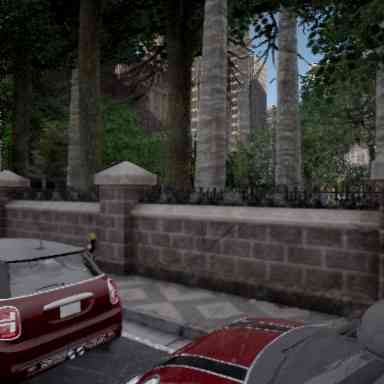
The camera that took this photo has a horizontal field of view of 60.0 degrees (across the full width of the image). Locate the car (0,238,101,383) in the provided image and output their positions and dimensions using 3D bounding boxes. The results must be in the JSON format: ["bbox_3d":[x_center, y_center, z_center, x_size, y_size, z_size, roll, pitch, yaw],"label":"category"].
[{"bbox_3d":[-3.044,1.436,5.134,4.097,1.590,1.967,0,0,36],"label":"car"}]

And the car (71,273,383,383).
[{"bbox_3d":[1.399,1.440,1.965,4.097,1.590,1.967,0,0,36],"label":"car"}]
